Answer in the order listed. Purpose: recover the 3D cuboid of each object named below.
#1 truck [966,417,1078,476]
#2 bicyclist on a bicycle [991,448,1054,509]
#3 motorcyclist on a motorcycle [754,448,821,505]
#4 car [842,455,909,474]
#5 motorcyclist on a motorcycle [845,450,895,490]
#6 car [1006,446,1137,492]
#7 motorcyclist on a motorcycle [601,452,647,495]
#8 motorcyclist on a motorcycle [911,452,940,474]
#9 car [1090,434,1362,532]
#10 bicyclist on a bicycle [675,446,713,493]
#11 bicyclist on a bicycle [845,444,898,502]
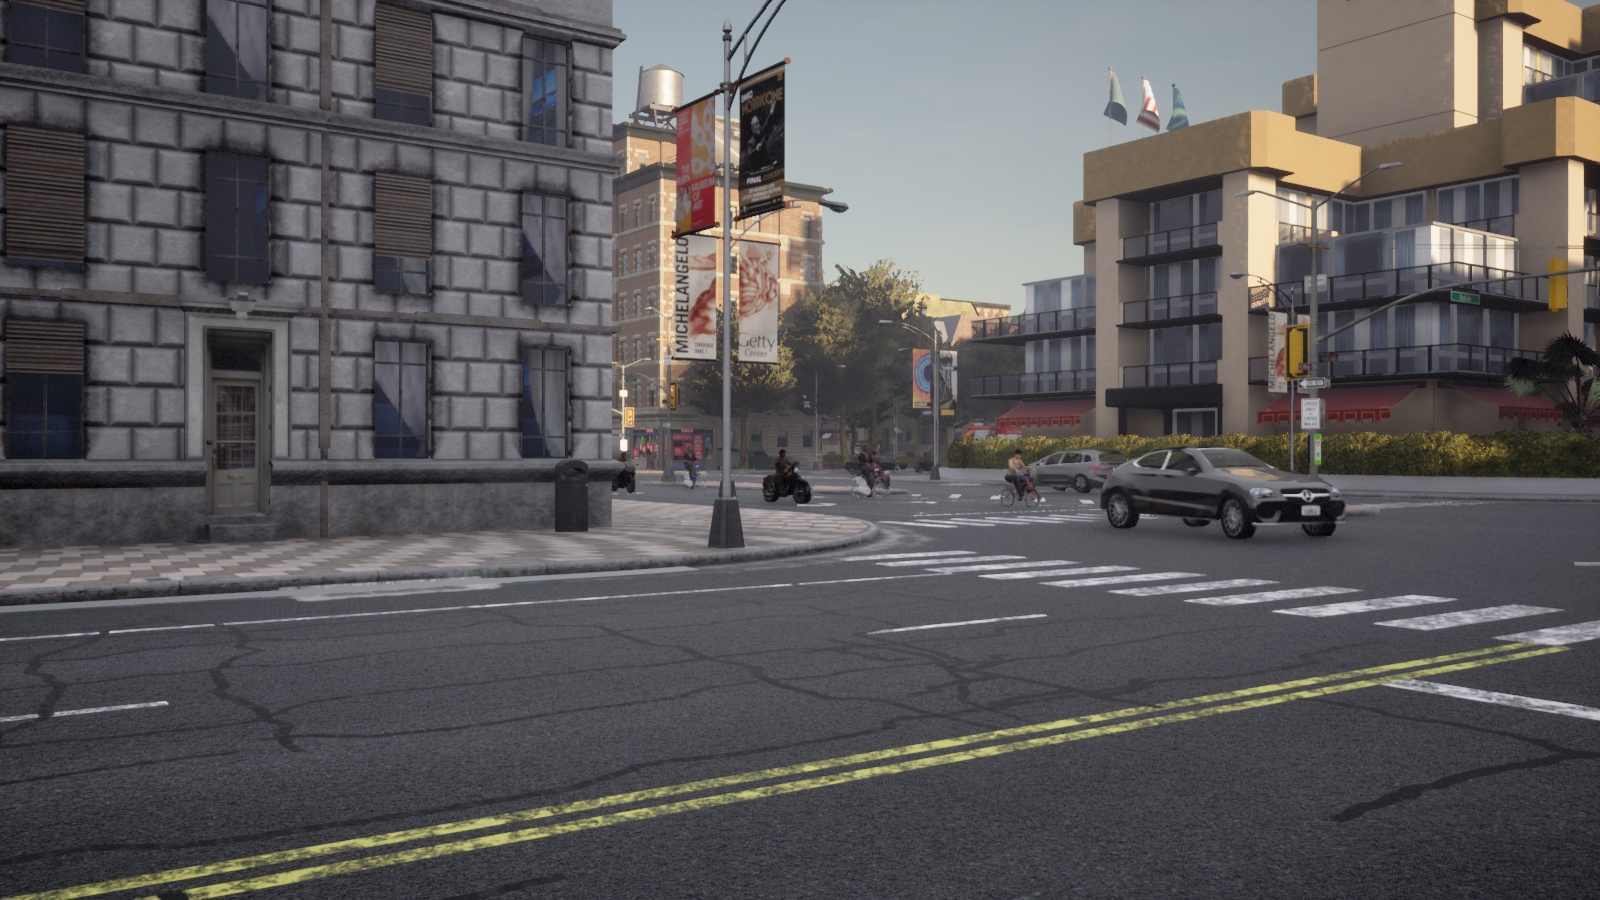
[{"bbox_3d":[15.236,-0.249,85.790,8.468,3.827,2.891,0,0,-42],"label":"truck"},{"bbox_3d":[6.047,0.750,34.209,0.866,1.612,1.509,0,0,-35],"label":"bicyclist on a bicycle"},{"bbox_3d":[-0.389,0.784,37.282,0.766,1.649,2.350,0,-1,-35],"label":"motorcyclist on a motorcycle"},{"bbox_3d":[5.515,1.051,91.330,4.718,1.301,1.895,0,0,-35],"label":"car"},{"bbox_3d":[2.920,0.814,52.605,0.766,1.649,2.350,0,0,-35],"label":"motorcyclist on a motorcycle"},{"bbox_3d":[10.347,0.681,48.101,2.242,1.667,4.611,0,0,-35],"label":"car"},{"bbox_3d":[-6.455,0.851,45.945,0.797,1.523,2.044,0,0,-35],"label":"motorcyclist on a motorcycle"},{"bbox_3d":[8.935,0.920,89.465,2.044,1.523,0.797,0,0,-35],"label":"motorcyclist on a motorcycle"},{"bbox_3d":[7.885,0.563,23.870,2.152,1.651,5.027,0,0,-22],"label":"car"},{"bbox_3d":[-4.121,0.741,48.714,0.659,1.776,1.843,0,0,-35],"label":"bicyclist on a bicycle"},{"bbox_3d":[2.256,0.705,39.606,0.659,1.776,1.843,0,0,-35],"label":"bicyclist on a bicycle"}]
